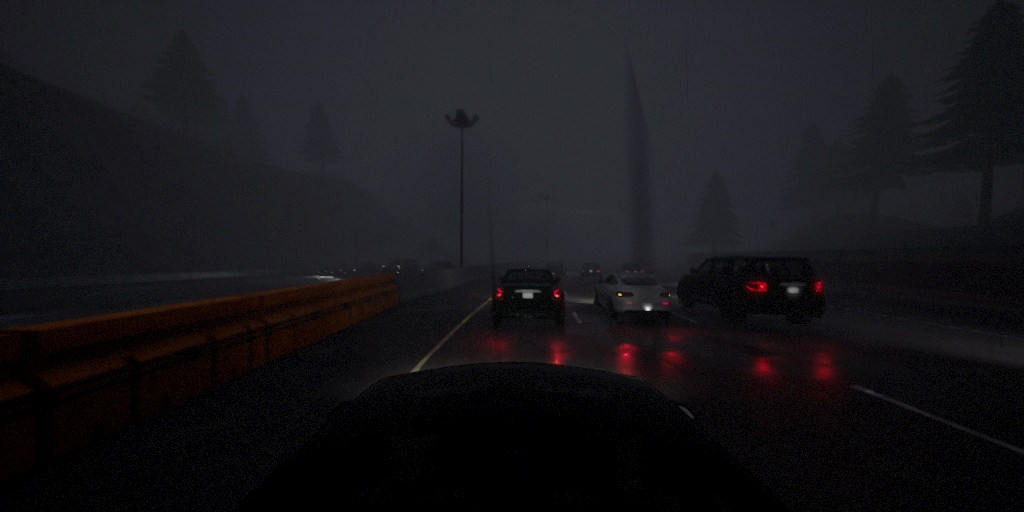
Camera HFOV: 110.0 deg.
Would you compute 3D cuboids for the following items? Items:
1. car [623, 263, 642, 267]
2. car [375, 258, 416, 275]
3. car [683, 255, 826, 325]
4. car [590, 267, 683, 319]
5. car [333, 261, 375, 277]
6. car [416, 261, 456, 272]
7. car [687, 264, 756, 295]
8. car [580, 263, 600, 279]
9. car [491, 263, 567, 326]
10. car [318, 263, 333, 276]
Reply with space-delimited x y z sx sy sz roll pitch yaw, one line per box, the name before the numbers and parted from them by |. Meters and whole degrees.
car | 10.625 1.299 31.867 2.033 1.411 5.357 0 0 13
car | -10.518 1.038 34.031 2.097 1.767 4.553 0 0 12
car | 7.570 0.984 12.067 2.150 2.045 5.566 0 0 4
car | 4.126 1.277 12.722 1.812 1.442 4.674 0 0 4
car | -14.172 1.201 33.752 1.812 1.442 4.674 0 0 12
car | -6.910 1.201 34.272 1.837 1.490 4.892 0 0 13
car | 12.184 1.272 21.235 1.837 1.490 4.892 0 0 9
car | 7.022 1.288 31.798 2.033 1.411 5.357 0 0 13
car | 0.581 1.093 11.914 2.097 1.767 4.553 0 0 4
car | -17.274 1.228 35.923 1.994 1.385 4.181 0 0 12
